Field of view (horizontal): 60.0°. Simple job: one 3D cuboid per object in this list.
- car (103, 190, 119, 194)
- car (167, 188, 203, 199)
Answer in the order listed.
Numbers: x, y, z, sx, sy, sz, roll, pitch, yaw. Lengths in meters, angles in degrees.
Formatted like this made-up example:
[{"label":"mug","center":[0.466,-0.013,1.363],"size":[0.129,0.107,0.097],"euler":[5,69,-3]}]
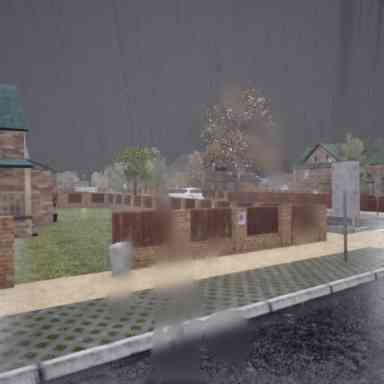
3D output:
[{"label":"car","center":[-14.833,0.325,60.336],"size":[2.128,1.511,4.902],"euler":[-2,2,-34]},{"label":"car","center":[-0.892,0.523,40.020],"size":[2.150,2.045,5.566],"euler":[-2,2,-34]}]
